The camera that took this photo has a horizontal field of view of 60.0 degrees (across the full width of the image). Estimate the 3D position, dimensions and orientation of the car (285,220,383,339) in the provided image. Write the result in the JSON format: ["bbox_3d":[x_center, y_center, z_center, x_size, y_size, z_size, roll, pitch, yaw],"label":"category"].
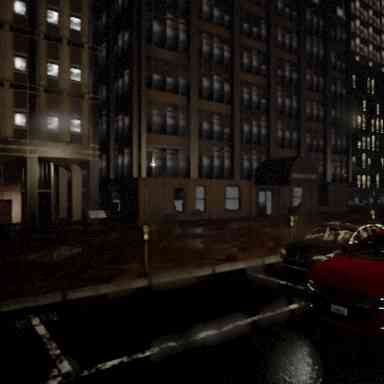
[{"bbox_3d":[4.213,1.476,6.387,5.008,1.535,1.882,0,0,-36],"label":"car"}]

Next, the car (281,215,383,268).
[{"bbox_3d":[4.456,1.549,9.746,4.403,1.369,2.008,0,0,-36],"label":"car"}]
